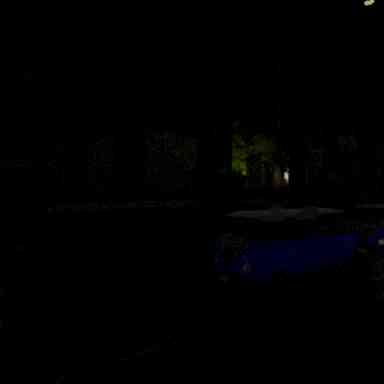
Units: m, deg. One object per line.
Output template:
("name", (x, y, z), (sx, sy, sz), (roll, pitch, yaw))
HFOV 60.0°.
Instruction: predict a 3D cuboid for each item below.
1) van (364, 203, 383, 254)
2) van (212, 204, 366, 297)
("van", (6.967, 1.271, 11.524), (3.998, 1.788, 1.690), (0, 0, -36))
("van", (2.366, 1.304, 8.232), (3.998, 1.788, 1.690), (0, 0, -36))
